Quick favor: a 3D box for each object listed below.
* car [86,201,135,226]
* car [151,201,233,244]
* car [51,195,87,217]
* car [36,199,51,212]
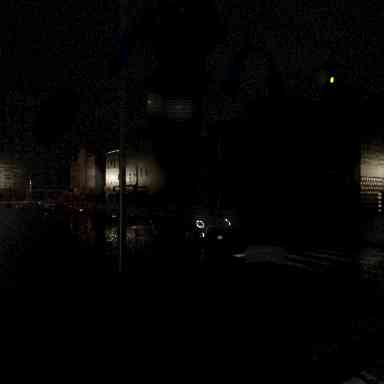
[{"bbox_3d":[-5.806,1.562,23.984,1.812,1.442,4.674,1,0,-35],"label":"car"},{"bbox_3d":[-0.120,1.368,16.033,2.097,1.767,4.553,1,0,-36],"label":"car"},{"bbox_3d":[-11.546,1.278,32.058,2.150,2.045,5.566,1,0,-35],"label":"car"},{"bbox_3d":[-17.513,1.605,40.513,1.812,1.442,4.674,1,0,-35],"label":"car"}]
